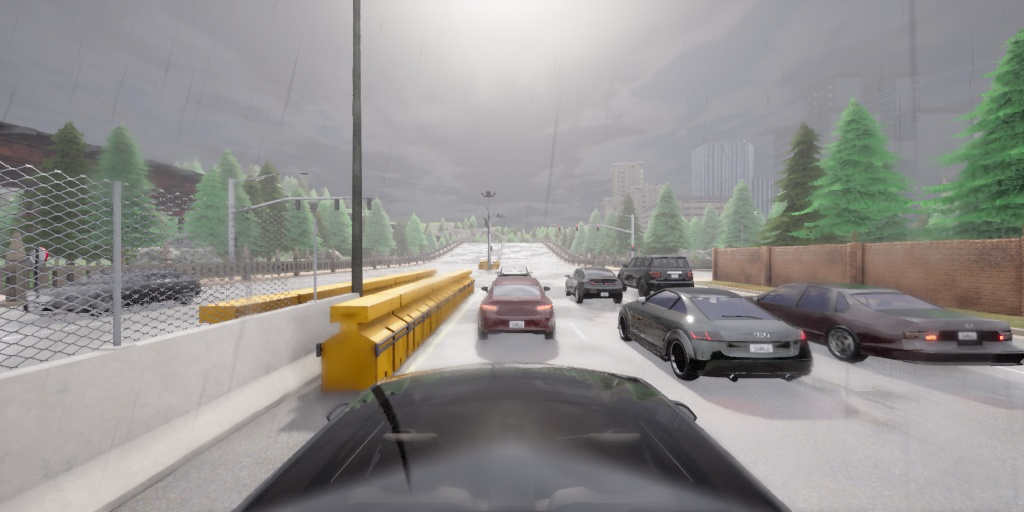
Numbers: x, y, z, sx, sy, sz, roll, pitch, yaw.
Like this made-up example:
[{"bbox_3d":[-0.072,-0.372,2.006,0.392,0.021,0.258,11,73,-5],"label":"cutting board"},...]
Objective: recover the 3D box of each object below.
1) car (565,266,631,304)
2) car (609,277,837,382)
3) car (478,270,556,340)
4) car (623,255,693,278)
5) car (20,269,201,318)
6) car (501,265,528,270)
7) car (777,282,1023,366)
[{"bbox_3d":[3.613,1.255,16.401,1.837,1.490,4.892,0,0,0],"label":"car"},{"bbox_3d":[3.610,1.314,7.234,1.994,1.385,4.181,0,0,-1],"label":"car"},{"bbox_3d":[0.109,1.276,9.863,1.812,1.442,4.674,0,0,0],"label":"car"},{"bbox_3d":[7.114,0.972,18.341,2.150,2.045,5.566,0,0,0],"label":"car"},{"bbox_3d":[-14.029,1.242,13.016,2.128,1.511,4.902,0,0,1],"label":"car"},{"bbox_3d":[0.116,1.241,19.109,2.128,1.511,4.902,0,0,0],"label":"car"},{"bbox_3d":[7.106,1.297,8.099,2.033,1.411,5.357,0,0,0],"label":"car"}]
